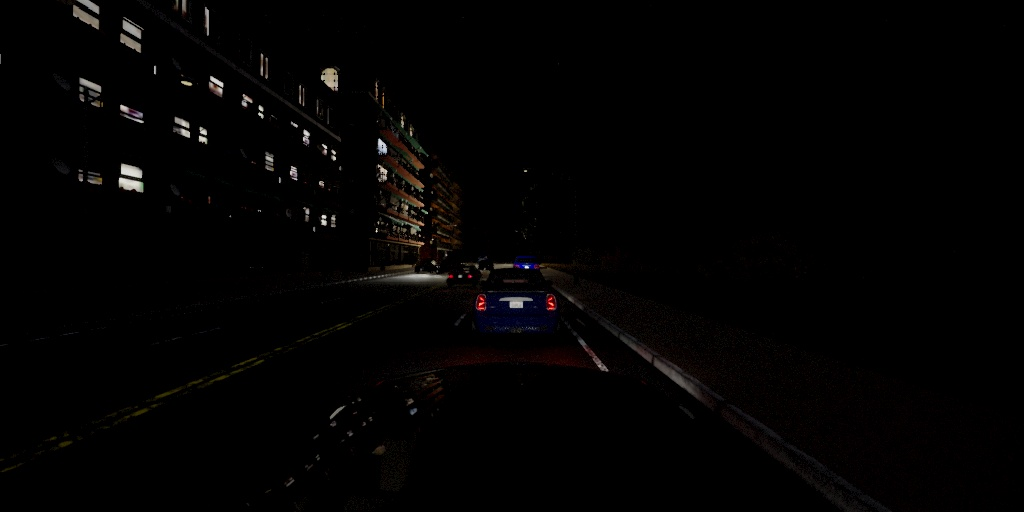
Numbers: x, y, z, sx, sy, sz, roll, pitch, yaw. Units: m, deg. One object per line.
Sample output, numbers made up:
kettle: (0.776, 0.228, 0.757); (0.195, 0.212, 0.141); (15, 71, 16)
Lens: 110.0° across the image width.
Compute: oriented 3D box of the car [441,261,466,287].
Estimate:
car: (-3.145, 1.301, 24.317); (2.033, 1.411, 5.357); (0, 0, 0)

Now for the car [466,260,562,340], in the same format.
car: (0.097, 1.103, 10.099); (2.097, 1.767, 4.553); (0, 0, 0)

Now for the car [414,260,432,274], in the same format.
car: (-9.854, 1.245, 41.430); (2.128, 1.511, 4.902); (0, 0, 0)

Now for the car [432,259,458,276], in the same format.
car: (-6.604, 1.105, 37.829); (2.097, 1.767, 4.553); (0, 0, 0)

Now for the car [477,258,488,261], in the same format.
car: (-3.153, 1.255, 44.333); (1.837, 1.490, 4.892); (0, -1, 0)

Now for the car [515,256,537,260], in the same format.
car: (1.135, 0.979, 30.053); (2.150, 2.045, 5.566); (0, 0, 0)
